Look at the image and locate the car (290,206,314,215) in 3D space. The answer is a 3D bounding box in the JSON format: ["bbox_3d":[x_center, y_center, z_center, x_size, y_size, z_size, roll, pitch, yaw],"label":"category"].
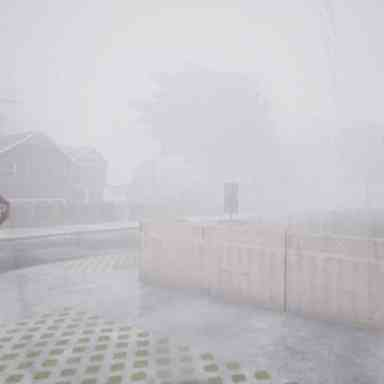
[{"bbox_3d":[15.270,2.618,45.958,2.033,1.411,5.357,1,-1,36],"label":"car"}]
